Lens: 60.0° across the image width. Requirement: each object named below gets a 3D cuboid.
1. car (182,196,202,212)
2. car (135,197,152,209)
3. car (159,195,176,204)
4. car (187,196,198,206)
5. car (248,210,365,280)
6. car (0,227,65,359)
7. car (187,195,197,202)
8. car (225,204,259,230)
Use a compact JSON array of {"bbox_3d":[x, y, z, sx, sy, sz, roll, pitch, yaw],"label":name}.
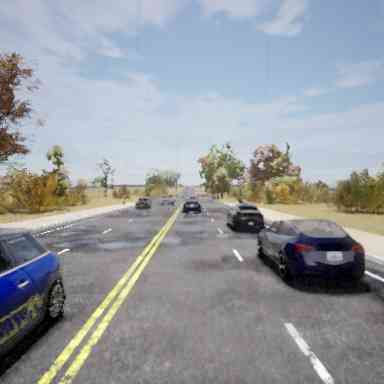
[{"bbox_3d":[0.004,1.485,37.479,2.163,1.488,4.792,0,0,0],"label":"car"},{"bbox_3d":[-6.484,1.529,44.985,1.837,1.490,4.892,0,0,0],"label":"car"},{"bbox_3d":[-3.234,1.128,44.981,1.837,1.490,4.892,0,0,0],"label":"car"},{"bbox_3d":[0.119,1.489,55.177,1.812,1.442,4.674,0,0,0],"label":"car"},{"bbox_3d":[3.254,1.503,9.926,2.163,1.488,4.792,0,0,0],"label":"car"},{"bbox_3d":[-3.349,1.352,4.112,2.097,1.767,4.553,0,0,0],"label":"car"},{"bbox_3d":[0.026,1.484,73.708,2.033,1.411,5.357,0,0,0],"label":"car"},{"bbox_3d":[3.258,1.499,20.897,1.837,1.490,4.892,0,0,0],"label":"car"}]
